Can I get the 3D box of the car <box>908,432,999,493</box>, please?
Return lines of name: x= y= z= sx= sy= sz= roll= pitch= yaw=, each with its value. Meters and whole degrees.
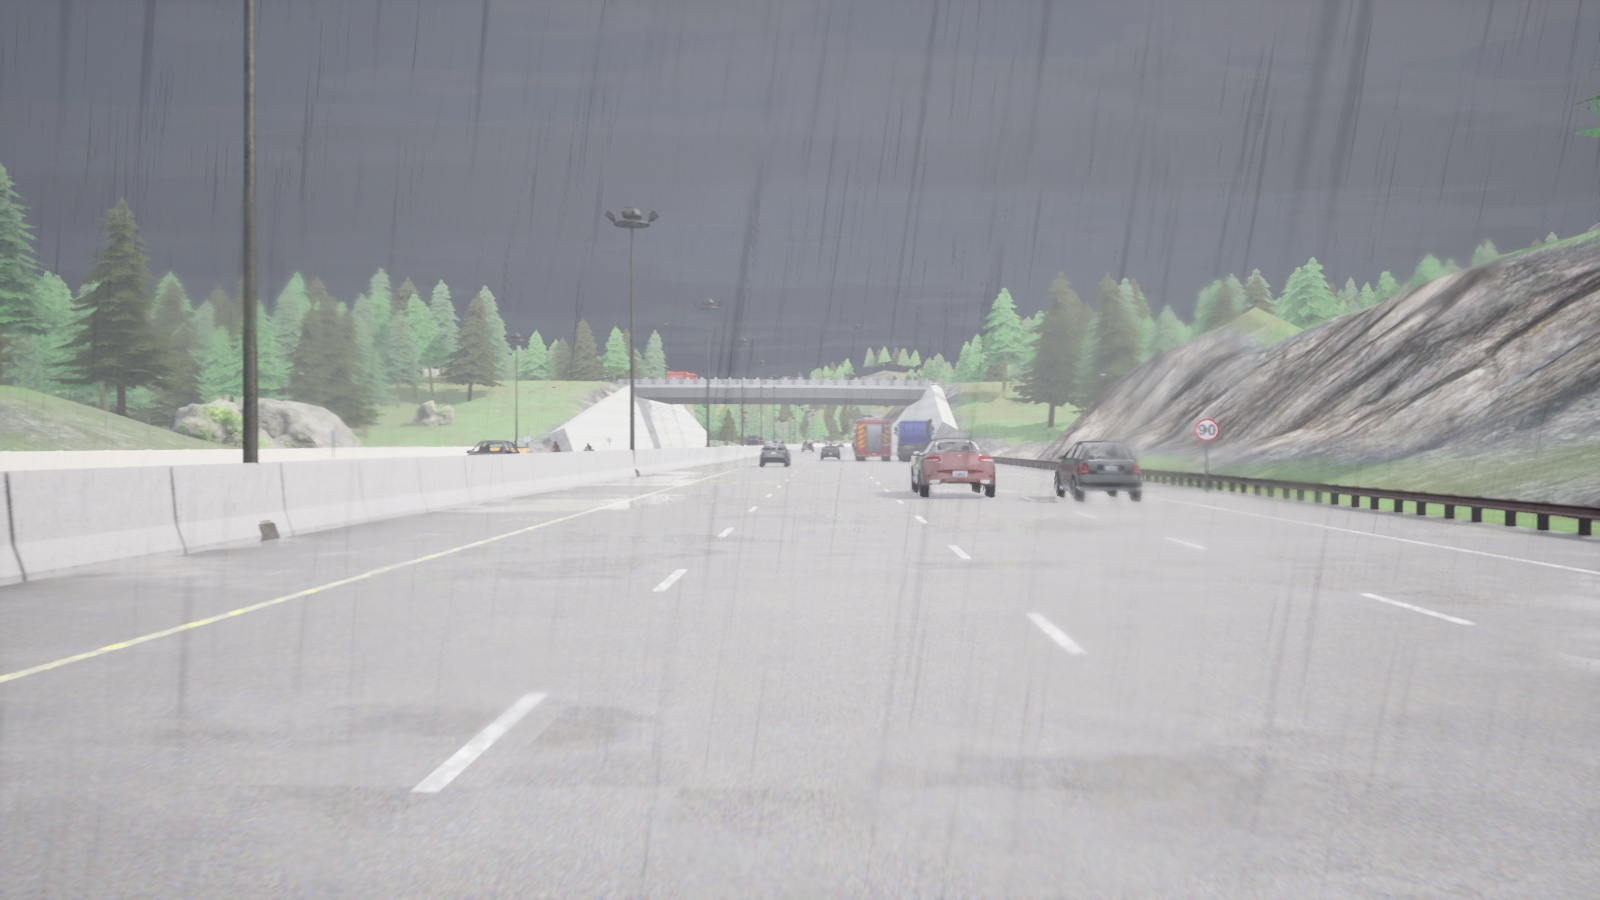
car: x=4.371 y=0.324 z=36.540 sx=2.152 sy=1.651 sz=5.027 roll=0 pitch=0 yaw=1

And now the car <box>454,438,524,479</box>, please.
car: x=-12.775 y=0.338 z=51.817 sx=1.851 sy=1.617 sz=3.988 roll=0 pitch=0 yaw=1

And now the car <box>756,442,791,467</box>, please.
car: x=-1.630 y=0.245 z=79.149 sx=2.007 sy=1.525 sz=4.514 roll=0 pitch=0 yaw=1

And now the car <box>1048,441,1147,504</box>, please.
car: x=7.793 y=0.551 z=33.195 sx=1.789 sy=1.549 sz=3.705 roll=0 pitch=1 yaw=1
